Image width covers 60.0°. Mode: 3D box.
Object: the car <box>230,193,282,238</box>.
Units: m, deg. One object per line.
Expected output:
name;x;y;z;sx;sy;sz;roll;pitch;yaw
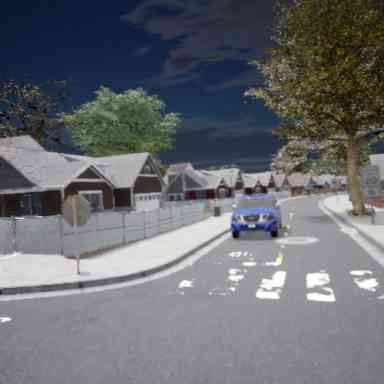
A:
car;3.493;1.147;17.567;2.150;2.045;5.566;-4;0;18
